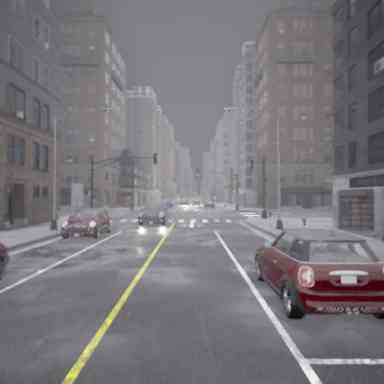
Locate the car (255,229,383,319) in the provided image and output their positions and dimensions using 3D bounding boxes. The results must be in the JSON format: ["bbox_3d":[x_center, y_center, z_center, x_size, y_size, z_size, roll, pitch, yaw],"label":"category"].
[{"bbox_3d":[2.665,1.539,7.590,1.967,1.590,4.097,0,-1,0],"label":"car"}]

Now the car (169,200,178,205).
[{"bbox_3d":[-4.730,2.700,84.872,2.008,1.369,4.403,0,-1,1],"label":"car"}]

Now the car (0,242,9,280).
[{"bbox_3d":[-5.860,1.681,7.593,1.802,1.307,4.206,0,-1,0],"label":"car"}]

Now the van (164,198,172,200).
[{"bbox_3d":[-5.206,2.179,62.787,1.690,1.788,3.998,0,-1,1],"label":"van"}]

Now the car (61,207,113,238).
[{"bbox_3d":[-5.865,1.686,18.904,1.967,1.590,4.097,0,-1,0],"label":"car"}]

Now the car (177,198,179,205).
[{"bbox_3d":[-4.849,2.622,79.350,2.008,1.369,4.403,0,-1,1],"label":"car"}]

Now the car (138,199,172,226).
[{"bbox_3d":[-3.027,1.701,26.895,2.097,1.767,4.553,0,-1,0],"label":"car"}]

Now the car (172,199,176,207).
[{"bbox_3d":[-5.087,2.231,68.309,2.192,1.841,5.009,0,-1,1],"label":"car"}]

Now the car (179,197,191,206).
[{"bbox_3d":[-1.929,2.664,82.217,1.994,1.385,4.181,0,-1,1],"label":"car"}]

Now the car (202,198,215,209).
[{"bbox_3d":[3.318,2.275,62.608,1.967,1.590,4.097,0,-1,1],"label":"car"}]

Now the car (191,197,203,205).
[{"bbox_3d":[1.219,2.725,89.001,2.128,1.511,4.902,0,-1,1],"label":"car"}]

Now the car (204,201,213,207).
[{"bbox_3d":[3.556,2.573,73.652,1.802,1.307,4.206,0,-1,1],"label":"car"}]

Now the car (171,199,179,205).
[{"bbox_3d":[-4.611,2.667,90.395,1.967,1.590,4.097,0,-1,1],"label":"car"}]

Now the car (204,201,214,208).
[{"bbox_3d":[3.437,2.479,68.129,1.947,1.339,4.313,0,-1,1],"label":"car"}]
